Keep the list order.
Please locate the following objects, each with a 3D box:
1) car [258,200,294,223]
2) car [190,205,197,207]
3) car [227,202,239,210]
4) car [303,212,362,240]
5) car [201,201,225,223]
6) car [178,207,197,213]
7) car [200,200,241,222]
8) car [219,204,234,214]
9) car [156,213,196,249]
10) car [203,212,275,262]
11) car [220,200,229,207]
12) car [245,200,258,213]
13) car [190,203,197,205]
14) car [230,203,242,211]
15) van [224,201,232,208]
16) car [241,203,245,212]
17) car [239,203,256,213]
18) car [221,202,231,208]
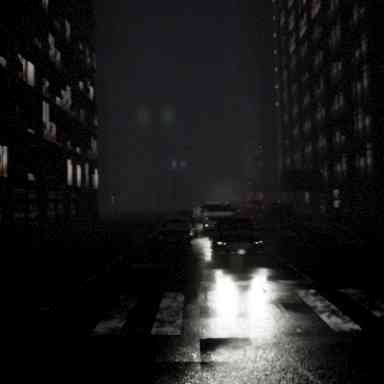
[{"bbox_3d":[7.810,1.843,30.368,2.192,1.841,5.009,-1,-1,1],"label":"car"},{"bbox_3d":[-0.460,2.451,36.104,2.008,1.369,4.403,-1,-1,1],"label":"car"},{"bbox_3d":[8.521,2.854,69.839,1.967,1.590,4.097,-1,-1,1],"label":"car"},{"bbox_3d":[7.563,1.783,18.420,1.752,1.417,4.829,-1,-1,1],"label":"car"},{"bbox_3d":[2.103,2.019,34.879,2.150,2.045,5.566,-2,-1,1],"label":"car"},{"bbox_3d":[-0.560,2.339,30.464,1.947,1.339,4.313,-1,-1,1],"label":"car"},{"bbox_3d":[1.900,1.777,24.168,2.150,2.045,5.566,-2,-1,1],"label":"car"},{"bbox_3d":[5.546,2.741,54.103,1.895,1.301,4.718,-2,-1,1],"label":"car"},{"bbox_3d":[-0.773,2.018,17.065,2.008,1.369,4.403,-1,-1,1],"label":"car"},{"bbox_3d":[1.717,1.808,13.662,2.128,1.511,4.902,-2,-1,1],"label":"car"},{"bbox_3d":[8.922,3.230,92.398,2.192,1.841,5.009,-1,-1,1],"label":"car"},{"bbox_3d":[8.490,2.090,45.692,2.150,2.045,5.566,-2,-1,1],"label":"car"},{"bbox_3d":[0.448,3.475,86.872,1.967,1.590,4.097,-1,-1,1],"label":"car"},{"bbox_3d":[8.422,2.833,64.197,1.887,1.381,4.507,-1,-1,1],"label":"car"},{"bbox_3d":[8.721,3.006,81.118,1.690,1.788,3.998,-1,-1,1],"label":"van"},{"bbox_3d":[5.420,2.470,44.455,2.033,1.411,5.357,-2,-1,2],"label":"car"},{"bbox_3d":[8.655,2.495,52.652,1.882,1.535,5.008,-2,-1,1],"label":"car"},{"bbox_3d":[8.826,3.341,86.753,2.008,1.369,4.403,-1,-1,1],"label":"car"}]
